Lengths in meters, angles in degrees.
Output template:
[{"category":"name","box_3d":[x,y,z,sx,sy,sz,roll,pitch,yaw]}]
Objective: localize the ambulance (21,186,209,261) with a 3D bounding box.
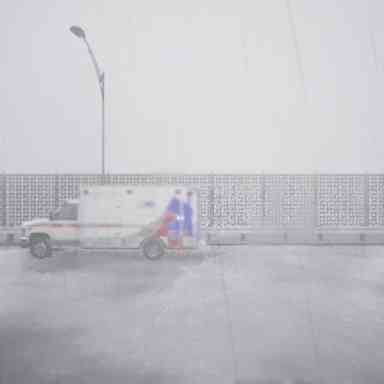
[{"category":"ambulance","box_3d":[-2.633,1.031,11.929,6.366,2.431,2.351,0,0,0]}]
